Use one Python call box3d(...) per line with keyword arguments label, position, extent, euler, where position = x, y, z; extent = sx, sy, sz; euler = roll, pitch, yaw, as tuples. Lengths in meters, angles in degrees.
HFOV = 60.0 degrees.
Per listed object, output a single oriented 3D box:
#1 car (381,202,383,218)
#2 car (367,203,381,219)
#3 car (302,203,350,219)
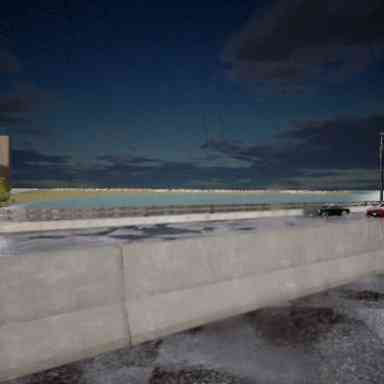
box3d(label="car", position=(15.932, 1.426, 23.776), extent=(4.553, 1.767, 2.097), euler=(0, 0, -35))
box3d(label="car", position=(17.125, 1.561, 28.873), extent=(5.008, 1.535, 1.882), euler=(0, 0, -35))
box3d(label="car", position=(11.922, 1.675, 29.518), extent=(4.718, 1.301, 1.895), euler=(0, 0, -35))
